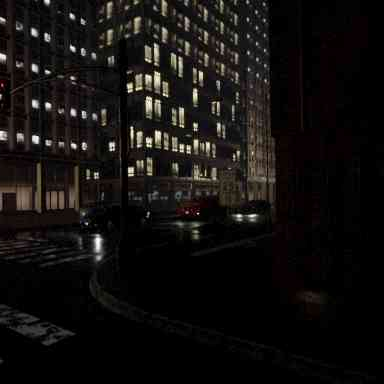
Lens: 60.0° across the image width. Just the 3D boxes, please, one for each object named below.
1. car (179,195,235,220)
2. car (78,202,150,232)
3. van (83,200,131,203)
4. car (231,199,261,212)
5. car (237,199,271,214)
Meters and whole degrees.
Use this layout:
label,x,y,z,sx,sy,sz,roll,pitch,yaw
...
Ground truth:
label,x,y,z,sx,sy,sz,roll,pitch,yaw
car,1.206,1.307,29.149,2.150,2.045,5.566,-1,-1,36
car,-4.682,1.571,20.959,1.837,1.490,4.892,-1,-1,33
van,-6.029,1.460,23.491,1.690,1.788,3.998,-2,-1,36
car,6.799,1.688,41.405,1.752,1.417,4.829,-2,-1,36
car,7.209,1.584,37.512,1.882,1.535,5.008,-1,-1,36
